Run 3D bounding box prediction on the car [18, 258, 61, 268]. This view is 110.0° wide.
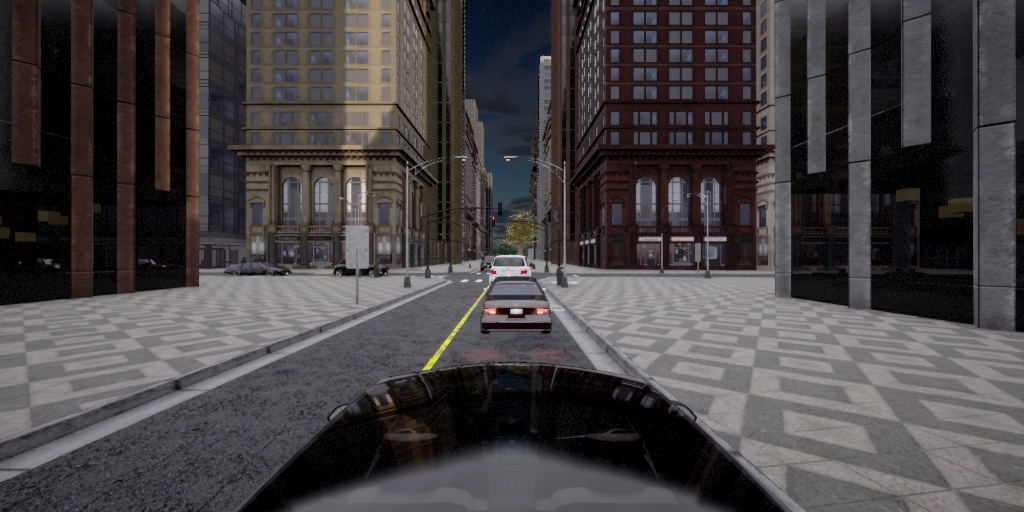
[{"bbox_3d":[-43.161,0.979,33.370,4.553,1.767,2.097,0,0,0],"label":"car"}]

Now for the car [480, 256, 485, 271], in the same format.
[{"bbox_3d":[-3.132,0.969,49.484,2.150,2.045,5.566,0,0,-1],"label":"car"}]

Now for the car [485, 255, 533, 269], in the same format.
[{"bbox_3d":[0.015,0.971,20.854,2.150,2.045,5.566,0,0,4],"label":"car"}]

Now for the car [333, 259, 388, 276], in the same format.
[{"bbox_3d":[-13.992,1.052,33.339,4.553,1.767,2.097,0,0,0],"label":"car"}]

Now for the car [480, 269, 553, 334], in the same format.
[{"bbox_3d":[0.091,1.297,10.609,2.033,1.411,5.357,0,0,0],"label":"car"}]

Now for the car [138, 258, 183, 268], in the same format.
[{"bbox_3d":[-33.360,1.001,33.340,4.553,1.767,2.097,0,0,0],"label":"car"}]

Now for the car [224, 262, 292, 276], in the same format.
[{"bbox_3d":[-23.573,1.220,33.332,5.357,1.411,2.033,0,0,0],"label":"car"}]
